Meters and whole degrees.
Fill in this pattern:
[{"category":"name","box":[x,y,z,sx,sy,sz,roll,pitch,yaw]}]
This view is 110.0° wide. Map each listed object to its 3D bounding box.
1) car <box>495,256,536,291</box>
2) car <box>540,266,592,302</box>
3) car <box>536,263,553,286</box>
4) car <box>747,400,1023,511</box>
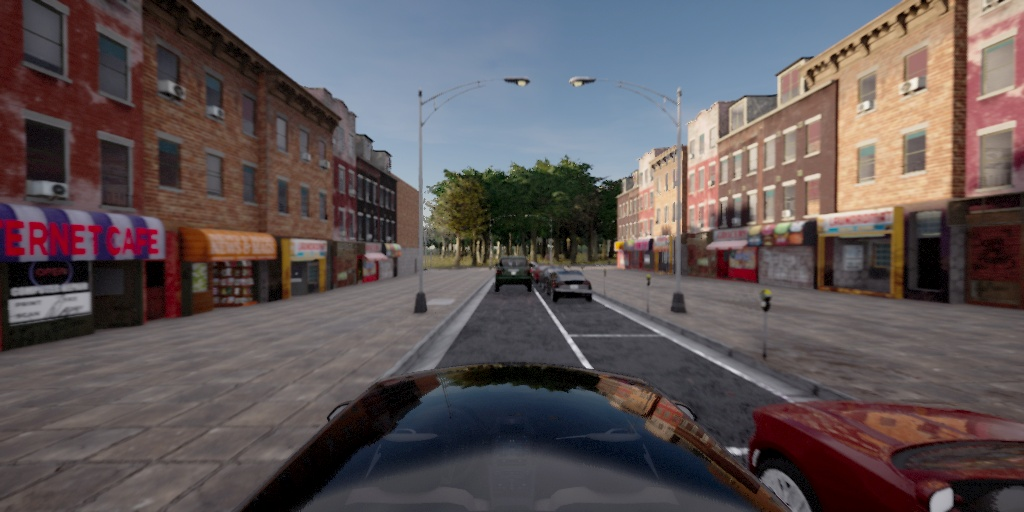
[{"category":"car","box":[0.091,1.011,22.404,2.150,2.045,5.566,0,0,0]},{"category":"car","box":[2.630,1.341,17.127,1.948,1.339,4.313,0,0,0]},{"category":"car","box":[2.628,1.337,22.533,2.007,1.370,4.403,0,0,0]},{"category":"car","box":[2.637,1.294,0.908,1.888,1.381,4.507,0,0,0]}]
